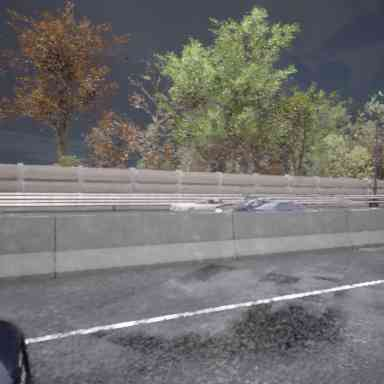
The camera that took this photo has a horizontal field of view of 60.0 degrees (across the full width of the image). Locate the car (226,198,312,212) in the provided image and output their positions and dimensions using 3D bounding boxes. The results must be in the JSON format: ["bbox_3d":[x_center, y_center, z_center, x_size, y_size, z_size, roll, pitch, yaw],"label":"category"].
[{"bbox_3d":[4.419,1.210,17.764,4.674,1.442,1.812,1,1,-26],"label":"car"}]

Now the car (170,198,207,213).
[{"bbox_3d":[0.850,1.075,23.810,4.718,1.301,1.895,1,1,-26],"label":"car"}]

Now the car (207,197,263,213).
[{"bbox_3d":[3.775,1.082,21.340,4.902,1.511,2.128,1,1,-26],"label":"car"}]

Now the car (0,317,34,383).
[{"bbox_3d":[-3.284,1.438,2.087,4.181,1.385,1.994,1,1,-26],"label":"car"}]
